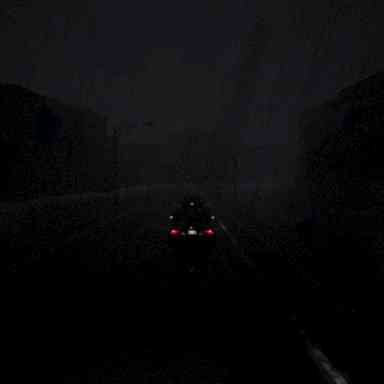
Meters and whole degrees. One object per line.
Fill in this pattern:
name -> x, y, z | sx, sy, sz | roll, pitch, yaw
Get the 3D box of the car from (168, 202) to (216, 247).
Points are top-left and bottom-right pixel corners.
car -> 0.000, 1.395, 14.122 | 2.033, 1.411, 5.357 | 0, 1, 0

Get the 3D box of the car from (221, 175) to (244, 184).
car -> 9.191, -2.812, 75.426 | 5.566, 2.045, 2.150 | -2, 5, -30

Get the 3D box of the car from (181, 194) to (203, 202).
car -> 0.000, 0.832, 29.114 | 1.994, 1.385, 4.181 | 0, 3, 0
